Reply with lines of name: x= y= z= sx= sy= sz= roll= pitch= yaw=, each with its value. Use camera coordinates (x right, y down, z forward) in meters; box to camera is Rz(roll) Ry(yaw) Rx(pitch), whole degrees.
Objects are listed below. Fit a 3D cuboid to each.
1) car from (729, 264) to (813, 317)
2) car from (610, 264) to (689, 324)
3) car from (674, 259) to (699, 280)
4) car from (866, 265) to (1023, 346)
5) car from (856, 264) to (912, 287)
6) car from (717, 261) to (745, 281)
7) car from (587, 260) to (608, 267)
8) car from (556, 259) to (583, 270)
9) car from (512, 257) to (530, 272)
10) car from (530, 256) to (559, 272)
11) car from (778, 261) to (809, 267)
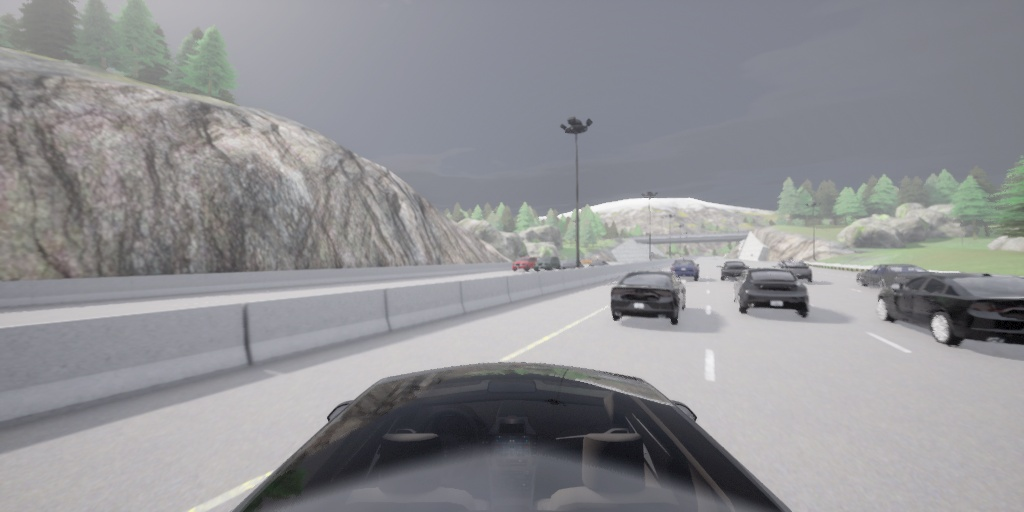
car: x=9.205 y=1.189 z=13.033 sx=1.837 sy=1.490 sz=4.892 roll=-1 pitch=0 yaw=29
car: x=4.699 y=1.211 z=12.085 sx=1.882 sy=1.535 sz=5.008 roll=-1 pitch=0 yaw=29
car: x=14.609 y=1.036 z=30.296 sx=2.097 sy=1.767 sz=4.553 roll=-1 pitch=0 yaw=29
car: x=10.726 y=1.127 z=8.526 sx=1.882 sy=1.535 sz=5.008 roll=-1 pitch=0 yaw=29
car: x=20.593 y=1.121 z=19.305 sx=2.033 sy=1.411 sz=5.357 roll=-1 pitch=0 yaw=28
car: x=17.599 y=1.147 z=28.466 sx=1.837 sy=1.490 sz=4.892 roll=-1 pitch=0 yaw=29
car: x=11.034 y=1.294 z=45.936 sx=1.837 sy=1.490 sz=4.892 roll=-1 pitch=-1 yaw=29
car: x=8.003 y=1.337 z=47.687 sx=1.837 sy=1.490 sz=4.892 roll=-1 pitch=-1 yaw=29
car: x=2.087 y=1.137 z=51.457 sx=2.150 sy=2.045 sz=5.566 roll=-1 pitch=0 yaw=29
car: x=4.958 y=1.086 z=49.418 sx=2.150 sy=2.045 sz=5.566 roll=-1 pitch=0 yaw=29
car: x=20.376 y=1.093 z=26.244 sx=2.128 sy=1.511 sz=4.902 roll=-1 pitch=0 yaw=28
